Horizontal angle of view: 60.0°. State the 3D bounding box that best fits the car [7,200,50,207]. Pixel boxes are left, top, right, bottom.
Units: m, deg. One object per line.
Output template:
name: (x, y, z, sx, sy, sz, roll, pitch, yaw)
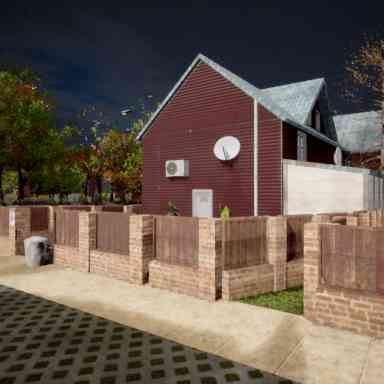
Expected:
car: (-13.623, 1.411, 26.725, 2.097, 1.767, 4.553, 0, 0, 35)
